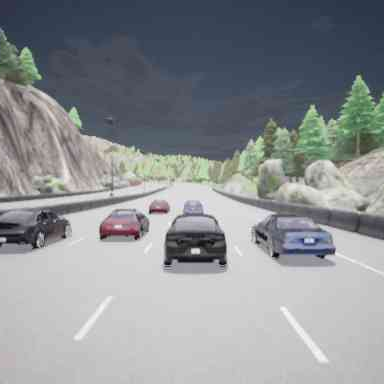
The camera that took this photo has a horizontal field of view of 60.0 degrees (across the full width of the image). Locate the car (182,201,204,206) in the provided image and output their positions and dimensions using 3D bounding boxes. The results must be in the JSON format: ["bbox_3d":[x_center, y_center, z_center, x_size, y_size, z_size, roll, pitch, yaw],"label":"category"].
[{"bbox_3d":[0.107,1.493,30.301,2.033,1.411,5.357,0,0,0],"label":"car"}]

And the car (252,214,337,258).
[{"bbox_3d":[3.603,1.542,12.714,2.033,1.411,5.357,0,0,0],"label":"car"}]

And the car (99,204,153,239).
[{"bbox_3d":[-3.396,1.555,17.304,1.994,1.385,4.181,0,0,0],"label":"car"}]

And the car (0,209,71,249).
[{"bbox_3d":[-6.897,1.499,14.536,1.837,1.490,4.892,0,0,0],"label":"car"}]

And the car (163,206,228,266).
[{"bbox_3d":[0.103,1.473,11.577,1.882,1.535,5.008,0,0,0],"label":"car"}]

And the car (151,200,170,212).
[{"bbox_3d":[-3.392,1.476,35.203,1.994,1.385,4.181,0,0,0],"label":"car"}]
